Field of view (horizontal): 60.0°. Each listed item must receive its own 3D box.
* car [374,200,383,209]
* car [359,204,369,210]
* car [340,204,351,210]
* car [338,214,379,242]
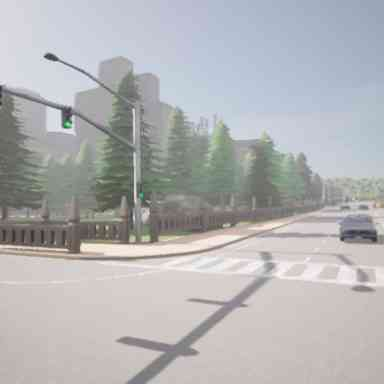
[{"bbox_3d":[40.939,2.752,71.740,1.882,1.535,5.008,-2,-2,27],"label":"car"},{"bbox_3d":[36.599,3.151,70.943,1.895,1.301,4.718,-2,-2,27],"label":"car"},{"bbox_3d":[33.494,3.284,72.553,1.895,1.301,4.718,-2,-2,27],"label":"car"},{"bbox_3d":[9.696,1.988,19.323,2.033,1.411,5.357,-2,-2,27],"label":"car"}]
